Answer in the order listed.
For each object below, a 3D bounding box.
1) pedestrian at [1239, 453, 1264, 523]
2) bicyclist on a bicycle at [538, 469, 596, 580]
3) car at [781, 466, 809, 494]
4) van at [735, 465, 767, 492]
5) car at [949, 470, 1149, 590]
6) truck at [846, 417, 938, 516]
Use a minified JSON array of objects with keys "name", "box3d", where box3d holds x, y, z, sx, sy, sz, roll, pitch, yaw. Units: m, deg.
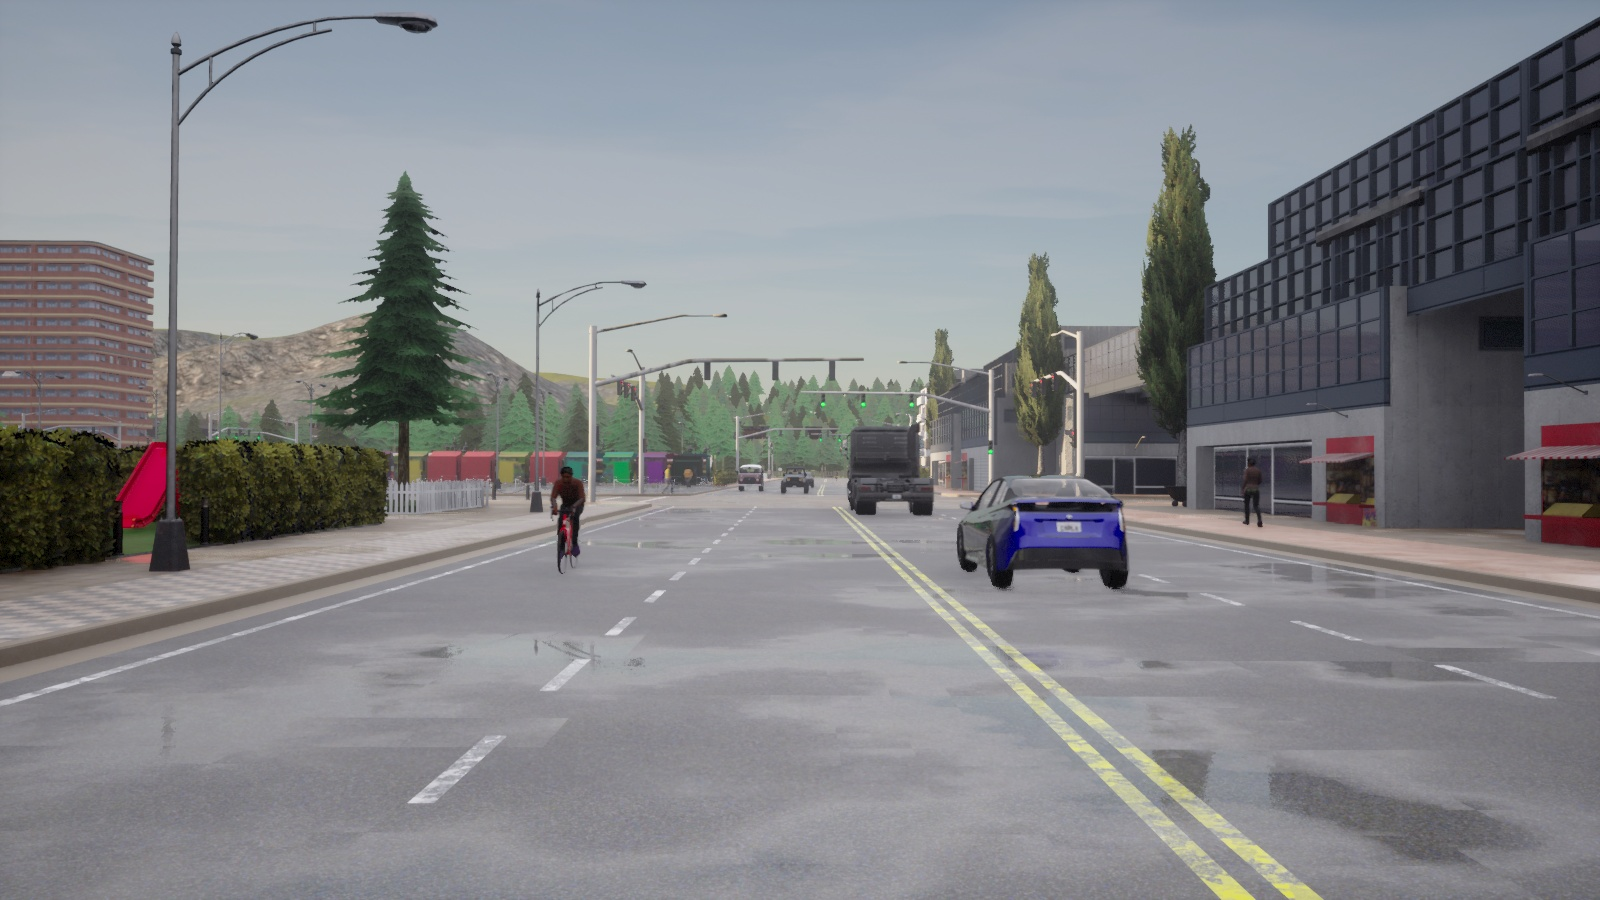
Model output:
[{"name":"pedestrian","box3d":[11.785,0.975,32.797,0.328,1.805,0.869,0,-1,0]},{"name":"bicyclist on a bicycle","box3d":[-3.548,1.103,19.194,0.582,1.620,1.656,0,-1,0]},{"name":"car","box3d":[-0.334,2.079,87.593,1.905,1.878,3.866,0,-1,1]},{"name":"van","box3d":[-3.679,2.144,95.026,2.069,2.038,4.480,0,-1,1]},{"name":"car","box3d":[3.454,1.055,18.319,2.007,1.525,4.514,0,-1,0]},{"name":"truck","box3d":[3.376,0.625,48.013,2.891,3.462,7.936,0,-1,0]}]
